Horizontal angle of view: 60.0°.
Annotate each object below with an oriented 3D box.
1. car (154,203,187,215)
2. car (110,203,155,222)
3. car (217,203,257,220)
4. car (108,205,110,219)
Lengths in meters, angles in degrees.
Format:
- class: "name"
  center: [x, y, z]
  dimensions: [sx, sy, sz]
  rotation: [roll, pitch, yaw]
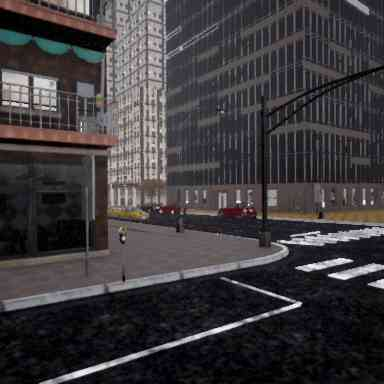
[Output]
- class: "car"
  center: [-2.388, 2.024, 41.035]
  dimensions: [1.887, 1.381, 4.507]
  rotation: [-2, 0, -36]
- class: "car"
  center: [-5.702, 1.993, 31.441]
  dimensions: [1.752, 1.417, 4.829]
  rotation: [-2, 0, -36]
- class: "car"
  center: [4.240, 1.743, 31.887]
  dimensions: [1.967, 1.590, 4.097]
  rotation: [-2, 0, -36]
- class: "car"
  center: [-9.017, 2.081, 36.015]
  dimensions: [1.752, 1.417, 4.829]
  rotation: [-2, 0, -36]
